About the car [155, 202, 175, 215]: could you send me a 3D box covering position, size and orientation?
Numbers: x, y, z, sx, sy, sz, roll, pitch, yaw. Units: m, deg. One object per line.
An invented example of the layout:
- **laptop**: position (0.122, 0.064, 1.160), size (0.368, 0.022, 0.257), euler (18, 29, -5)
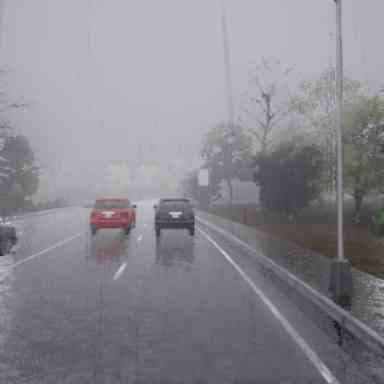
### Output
- **car**: position (-3.088, 1.809, 37.429), size (1.994, 1.385, 4.181), euler (0, 0, -7)

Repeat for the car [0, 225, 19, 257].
- **car**: position (-7.557, 1.630, 10.701), size (2.033, 1.411, 5.357), euler (0, 0, -4)

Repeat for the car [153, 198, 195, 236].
- **car**: position (-1.089, 1.349, 19.650), size (2.150, 2.045, 5.566), euler (0, 0, -5)

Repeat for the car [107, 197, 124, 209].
- **car**: position (-12.204, 1.761, 53.189), size (2.097, 1.767, 4.553), euler (0, -1, -6)

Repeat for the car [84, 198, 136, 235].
- **car**: position (-4.645, 1.357, 20.086), size (2.150, 2.045, 5.566), euler (0, 0, -6)
